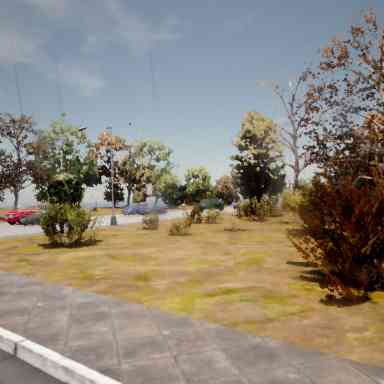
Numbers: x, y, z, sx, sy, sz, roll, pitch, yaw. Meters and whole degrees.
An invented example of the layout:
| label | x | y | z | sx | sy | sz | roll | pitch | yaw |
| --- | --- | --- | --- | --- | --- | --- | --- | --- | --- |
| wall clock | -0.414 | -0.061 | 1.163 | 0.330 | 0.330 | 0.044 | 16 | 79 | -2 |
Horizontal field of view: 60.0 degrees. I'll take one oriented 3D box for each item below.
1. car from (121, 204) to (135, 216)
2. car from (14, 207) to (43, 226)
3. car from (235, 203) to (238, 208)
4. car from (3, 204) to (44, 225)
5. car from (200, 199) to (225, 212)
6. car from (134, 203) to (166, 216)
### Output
| label | x | y | z | sx | sy | sz | roll | pitch | yaw |
| --- | --- | --- | --- | --- | --- | --- | --- | --- | --- |
| car | -8.106 | 2.479 | 48.047 | 2.097 | 1.767 | 4.553 | -3 | -2 | 34 |
| car | -14.106 | 2.419 | 32.021 | 1.812 | 1.442 | 4.674 | -3 | -2 | 33 |
| car | 9.368 | 2.575 | 62.406 | 1.895 | 1.301 | 4.718 | -3 | -2 | 33 |
| car | -16.539 | 2.279 | 34.714 | 2.150 | 2.045 | 5.566 | -3 | -2 | 33 |
| car | 3.195 | 2.093 | 52.662 | 2.150 | 2.045 | 5.566 | -3 | -2 | 32 |
| car | -5.427 | 2.525 | 45.764 | 1.994 | 1.385 | 4.181 | -3 | -2 | 32 |
